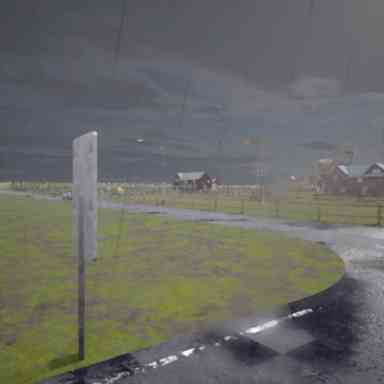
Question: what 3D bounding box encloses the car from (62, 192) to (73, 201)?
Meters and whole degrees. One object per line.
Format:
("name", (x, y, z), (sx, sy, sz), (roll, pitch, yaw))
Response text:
("car", (-18.220, 0.623, 50.272), (1.994, 1.385, 4.181), (0, 1, -36))
